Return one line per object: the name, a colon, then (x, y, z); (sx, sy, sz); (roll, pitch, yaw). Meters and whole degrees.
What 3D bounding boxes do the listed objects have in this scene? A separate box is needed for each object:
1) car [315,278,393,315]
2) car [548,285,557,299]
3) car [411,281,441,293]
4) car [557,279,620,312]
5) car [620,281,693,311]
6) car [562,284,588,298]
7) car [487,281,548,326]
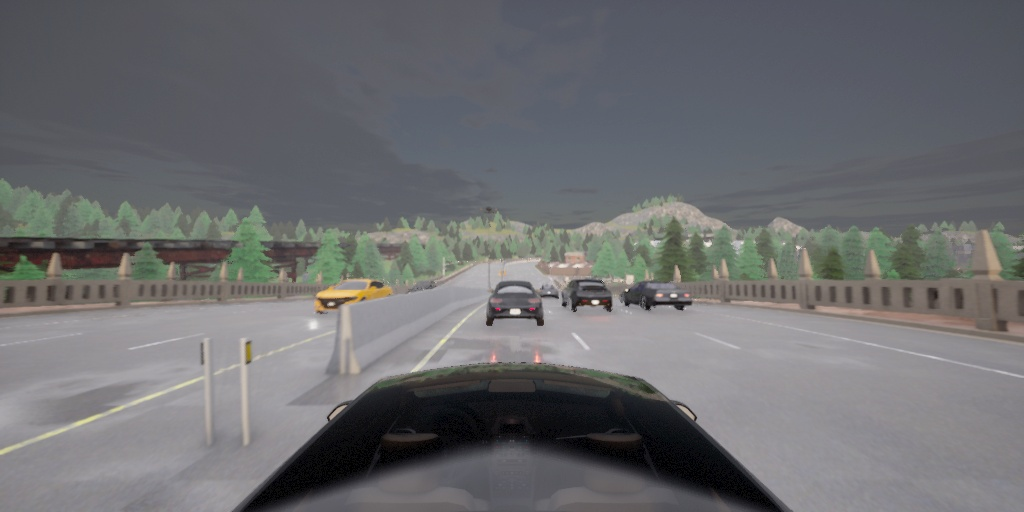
car: (-7.104, 1.794, 16.599); (1.882, 1.535, 5.008); (0, -4, 0)
car: (3.587, 3.700, 36.748); (1.994, 1.385, 4.181); (0, -5, 0)
car: (-10.593, 4.019, 43.776); (2.150, 2.045, 5.566); (0, -6, 0)
car: (3.594, 1.907, 17.871); (1.837, 1.490, 4.892); (0, -4, 0)
car: (7.094, 1.981, 18.238); (2.033, 1.411, 5.357); (0, -4, 0)
car: (7.086, 4.022, 40.938); (2.128, 1.511, 4.902); (0, -5, 0)
car: (0.097, 1.621, 13.040); (1.812, 1.442, 4.674); (0, -3, 0)
